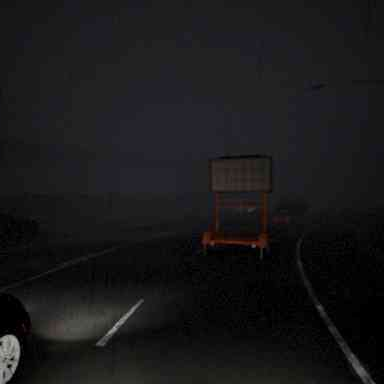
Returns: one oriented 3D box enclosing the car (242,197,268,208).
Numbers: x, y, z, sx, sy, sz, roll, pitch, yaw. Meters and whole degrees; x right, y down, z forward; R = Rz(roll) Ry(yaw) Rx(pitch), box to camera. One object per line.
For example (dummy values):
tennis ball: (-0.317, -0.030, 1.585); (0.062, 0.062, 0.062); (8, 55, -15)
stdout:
car: (9.123, 1.492, 48.567); (1.882, 1.535, 5.008); (-1, -1, 44)

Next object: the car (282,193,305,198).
car: (14.896, 1.172, 49.430); (5.566, 2.045, 2.150); (0, -1, -43)

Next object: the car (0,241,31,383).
car: (-3.142, 1.505, 2.349); (1.837, 1.490, 4.892); (-2, 0, 5)

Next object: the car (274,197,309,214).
car: (10.219, 1.510, 33.816); (1.895, 1.301, 4.718); (-1, 0, 40)

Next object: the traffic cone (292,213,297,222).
traffic cone: (7.513, 1.862, 24.331); (0.340, 0.580, 0.340); (-1, 0, 23)

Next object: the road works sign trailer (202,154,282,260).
road works sign trailer: (1.885, 0.428, 12.592); (2.380, 3.560, 2.880); (0, 0, 23)

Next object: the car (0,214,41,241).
car: (-8.536, 1.575, 13.376); (2.033, 1.411, 5.357); (0, 0, 15)
